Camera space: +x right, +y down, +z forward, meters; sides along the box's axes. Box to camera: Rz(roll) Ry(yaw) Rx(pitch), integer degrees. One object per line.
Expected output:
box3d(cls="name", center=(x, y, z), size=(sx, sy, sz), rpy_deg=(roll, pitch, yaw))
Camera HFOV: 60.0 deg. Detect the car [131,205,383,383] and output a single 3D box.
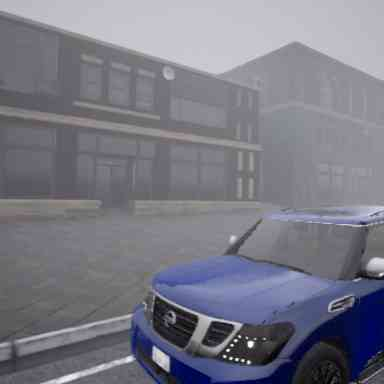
box3d(cls="car", center=(1.948, 1.248, 4.784), size=(5.566, 2.045, 2.150), rpy_deg=(0, 0, -36))
